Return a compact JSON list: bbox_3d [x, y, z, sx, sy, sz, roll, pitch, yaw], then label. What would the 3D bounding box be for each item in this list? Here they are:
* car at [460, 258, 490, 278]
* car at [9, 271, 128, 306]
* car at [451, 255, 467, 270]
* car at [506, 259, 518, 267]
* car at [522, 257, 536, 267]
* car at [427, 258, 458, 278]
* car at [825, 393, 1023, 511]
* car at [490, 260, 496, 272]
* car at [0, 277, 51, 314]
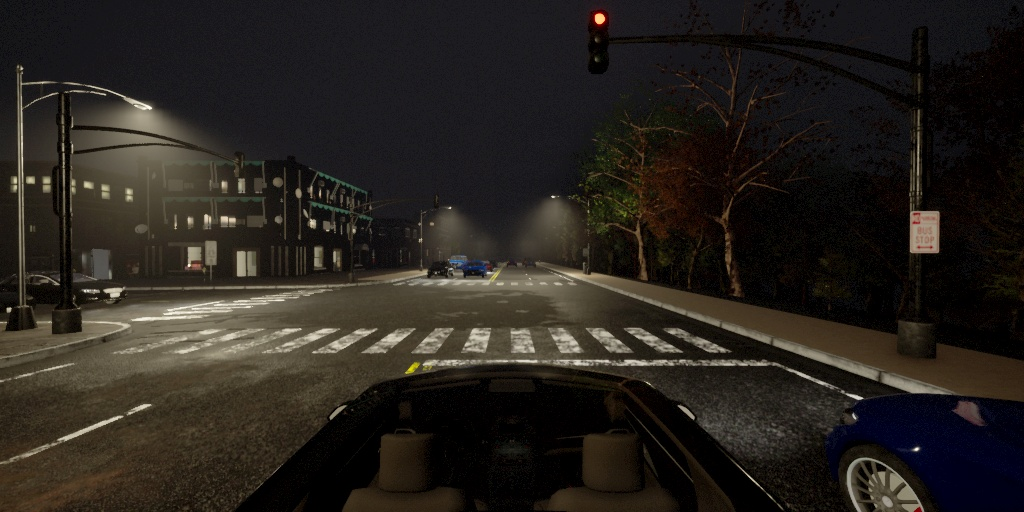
[{"bbox_3d":[-3.415,1.218,33.866,1.882,1.535,5.008,0,0,0],"label":"car"},{"bbox_3d":[-19.649,1.459,15.525,4.902,1.511,2.128,-1,1,0],"label":"car"},{"bbox_3d":[-6.686,0.954,44.504,2.150,2.045,5.566,0,0,0],"label":"car"},{"bbox_3d":[-0.030,1.252,64.933,1.812,1.442,4.674,0,0,0],"label":"car"},{"bbox_3d":[3.234,1.274,63.655,2.033,1.411,5.357,0,0,0],"label":"car"},{"bbox_3d":[-6.661,1.245,33.797,1.837,1.490,4.892,0,0,0],"label":"car"},{"bbox_3d":[3.358,1.276,0.850,1.812,1.442,4.674,0,0,1],"label":"car"},{"bbox_3d":[-3.434,1.299,44.926,1.994,1.385,4.181,0,0,0],"label":"car"},{"bbox_3d":[-19.969,1.565,12.818,4.313,1.339,1.948,0,0,0],"label":"car"}]
